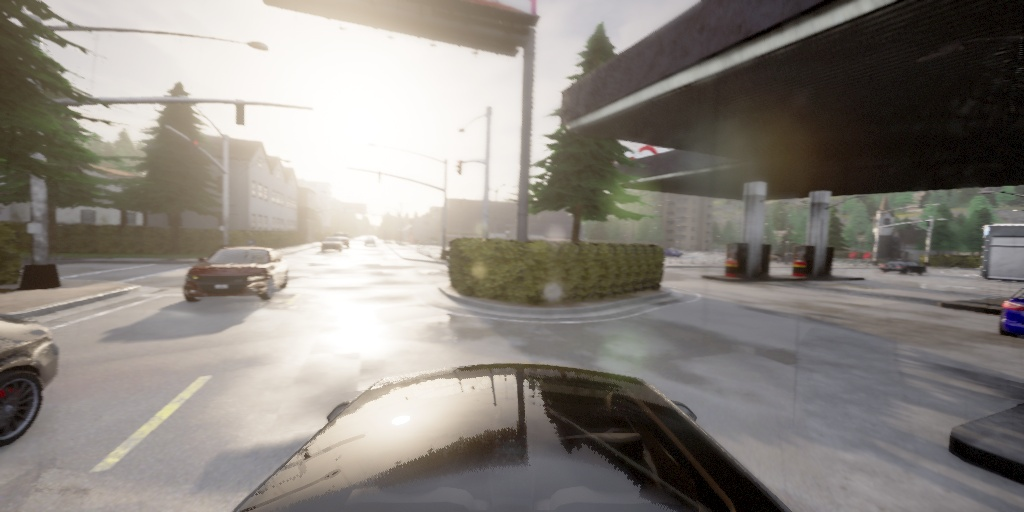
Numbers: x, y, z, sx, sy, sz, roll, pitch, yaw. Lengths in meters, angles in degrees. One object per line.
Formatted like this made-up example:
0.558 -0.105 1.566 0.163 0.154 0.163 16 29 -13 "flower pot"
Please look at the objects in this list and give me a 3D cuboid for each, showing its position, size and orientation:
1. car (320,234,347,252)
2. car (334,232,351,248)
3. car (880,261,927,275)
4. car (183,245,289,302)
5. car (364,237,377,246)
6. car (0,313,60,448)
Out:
-18.808 -1.256 37.611 1.882 1.535 5.008 1 3 -21 "car"
-22.638 -2.128 47.468 2.150 2.045 5.566 1 3 -21 "car"
41.599 1.210 38.092 5.357 1.411 2.033 1 3 -21 "car"
-8.458 0.427 11.433 1.882 1.535 5.008 1 1 -25 "car"
-23.308 -2.400 58.954 1.812 1.442 4.674 1 2 -21 "car"
-4.952 1.044 1.773 1.812 1.442 4.674 2 2 -21 "car"
